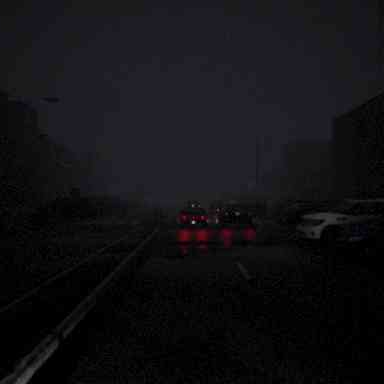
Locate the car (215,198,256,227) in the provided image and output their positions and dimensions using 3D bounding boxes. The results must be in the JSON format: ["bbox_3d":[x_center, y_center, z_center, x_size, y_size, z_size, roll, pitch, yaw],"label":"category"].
[{"bbox_3d":[3.105,1.551,24.767,2.097,1.767,4.553,0,-1,0],"label":"car"}]

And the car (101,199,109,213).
[{"bbox_3d":[-12.891,1.865,39.725,4.792,1.488,2.163,0,0,0],"label":"car"}]

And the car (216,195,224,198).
[{"bbox_3d":[7.601,1.854,64.502,4.553,1.767,2.185,0,0,0],"label":"car"}]

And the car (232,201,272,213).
[{"bbox_3d":[7.605,1.885,42.436,4.792,1.488,2.163,0,0,0],"label":"car"}]

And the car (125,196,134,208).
[{"bbox_3d":[-12.842,1.679,53.616,5.566,2.045,2.435,0,0,0],"label":"car"}]

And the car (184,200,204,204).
[{"bbox_3d":[0.094,1.717,41.103,2.097,1.767,4.553,0,-1,0],"label":"car"}]

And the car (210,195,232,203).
[{"bbox_3d":[7.601,1.897,86.551,5.566,2.045,2.435,0,-1,0],"label":"car"}]

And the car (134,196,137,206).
[{"bbox_3d":[-12.681,1.942,56.398,5.366,1.575,1.946,0,0,0],"label":"car"}]

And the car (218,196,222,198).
[{"bbox_3d":[7.818,1.955,58.986,5.366,1.575,1.946,0,0,0],"label":"car"}]

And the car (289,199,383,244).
[{"bbox_3d":[7.610,1.317,14.865,5.566,2.045,2.435,0,-1,0],"label":"car"}]

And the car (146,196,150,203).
[{"bbox_3d":[-13.017,2.016,75.853,5.366,1.575,1.946,0,0,0],"label":"car"}]

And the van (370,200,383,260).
[{"bbox_3d":[7.755,1.296,9.228,4.442,1.987,1.878,0,0,0],"label":"van"}]

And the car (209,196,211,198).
[{"bbox_3d":[7.601,1.823,81.041,5.566,2.045,2.435,0,-1,0],"label":"car"}]

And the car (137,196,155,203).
[{"bbox_3d":[-12.771,2.123,92.387,4.553,1.767,2.185,0,-1,0],"label":"car"}]

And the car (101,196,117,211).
[{"bbox_3d":[-12.935,1.605,42.380,5.566,2.045,2.435,0,0,0],"label":"car"}]

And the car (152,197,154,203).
[{"bbox_3d":[-13.003,2.098,84.055,5.366,1.575,1.946,0,-1,0],"label":"car"}]

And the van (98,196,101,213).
[{"bbox_3d":[-12.814,1.583,36.820,4.442,1.987,1.878,0,-1,0],"label":"van"}]

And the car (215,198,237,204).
[{"bbox_3d":[7.659,2.057,75.529,4.792,1.488,2.163,0,0,0],"label":"car"}]

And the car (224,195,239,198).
[{"bbox_3d":[7.606,1.625,45.196,5.566,2.045,2.435,0,0,0],"label":"car"}]

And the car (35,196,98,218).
[{"bbox_3d":[-12.973,1.531,34.045,5.566,2.045,2.435,0,-1,0],"label":"car"}]

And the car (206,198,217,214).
[{"bbox_3d":[3.095,1.872,41.469,1.837,1.490,4.892,0,-1,0],"label":"car"}]

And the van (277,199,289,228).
[{"bbox_3d":[7.521,1.402,20.376,4.442,1.987,1.878,0,-1,0],"label":"van"}]

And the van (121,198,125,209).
[{"bbox_3d":[-12.995,1.688,50.717,4.442,1.987,1.878,0,0,0],"label":"van"}]

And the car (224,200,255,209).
[{"bbox_3d":[7.631,1.970,53.469,4.674,1.452,2.002,0,0,0],"label":"car"}]

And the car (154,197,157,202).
[{"bbox_3d":[-12.784,1.892,86.837,5.566,2.045,2.435,0,-1,0],"label":"car"}]

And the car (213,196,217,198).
[{"bbox_3d":[7.603,1.739,67.260,5.566,2.045,2.435,0,0,0],"label":"car"}]

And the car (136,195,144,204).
[{"bbox_3d":[-12.853,1.986,67.392,4.892,1.521,2.231,0,0,0],"label":"car"}]

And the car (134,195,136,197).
[{"bbox_3d":[-12.893,1.830,59.055,4.553,1.767,2.185,0,0,0],"label":"car"}]

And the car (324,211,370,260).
[{"bbox_3d":[7.642,1.584,12.103,4.674,1.452,2.002,0,-1,0],"label":"car"}]

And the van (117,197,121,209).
[{"bbox_3d":[-13.004,1.672,48.063,4.442,1.987,1.878,0,0,0],"label":"van"}]

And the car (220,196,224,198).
[{"bbox_3d":[7.818,1.942,56.226,5.366,1.575,1.946,0,0,0],"label":"car"}]

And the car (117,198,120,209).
[{"bbox_3d":[-12.888,1.880,45.279,4.892,1.521,2.231,0,0,0],"label":"car"}]

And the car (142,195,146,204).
[{"bbox_3d":[-12.847,1.994,70.296,5.008,1.535,2.097,0,0,0],"label":"car"}]

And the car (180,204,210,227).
[{"bbox_3d":[0.098,1.801,24.759,1.895,1.301,4.718,0,-1,0],"label":"car"}]

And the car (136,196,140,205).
[{"bbox_3d":[-12.852,1.967,61.833,5.008,1.535,2.097,0,0,0],"label":"car"}]

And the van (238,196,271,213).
[{"bbox_3d":[7.752,1.583,36.920,4.442,1.987,1.878,0,0,0],"label":"van"}]
